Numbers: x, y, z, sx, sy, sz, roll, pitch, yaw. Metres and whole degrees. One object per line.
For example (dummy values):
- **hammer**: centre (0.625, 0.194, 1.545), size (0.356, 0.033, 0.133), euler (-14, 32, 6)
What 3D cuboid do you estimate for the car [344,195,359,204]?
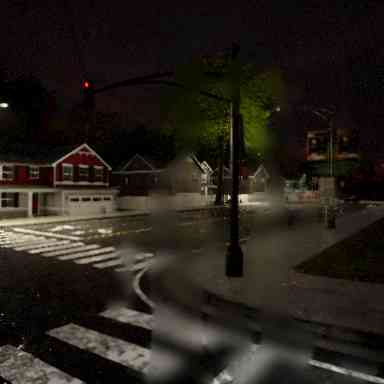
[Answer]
- **car**: centre (29.567, 1.351, 61.624), size (2.128, 1.511, 4.902), euler (1, 0, 36)
